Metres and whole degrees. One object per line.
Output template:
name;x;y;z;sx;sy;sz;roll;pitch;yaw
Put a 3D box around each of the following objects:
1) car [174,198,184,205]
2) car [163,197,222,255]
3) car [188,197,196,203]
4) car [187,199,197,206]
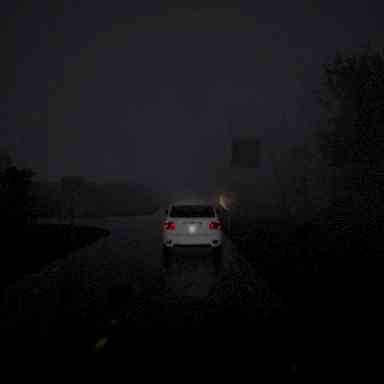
car;-2.737;2.067;71.108;2.033;1.411;5.357;0;0;0
car;-0.001;1.338;14.068;2.150;2.045;5.566;0;0;0
car;0.015;1.993;83.955;1.882;1.535;5.008;0;0;0
car;0.013;2.113;68.615;1.895;1.301;4.718;0;0;0
